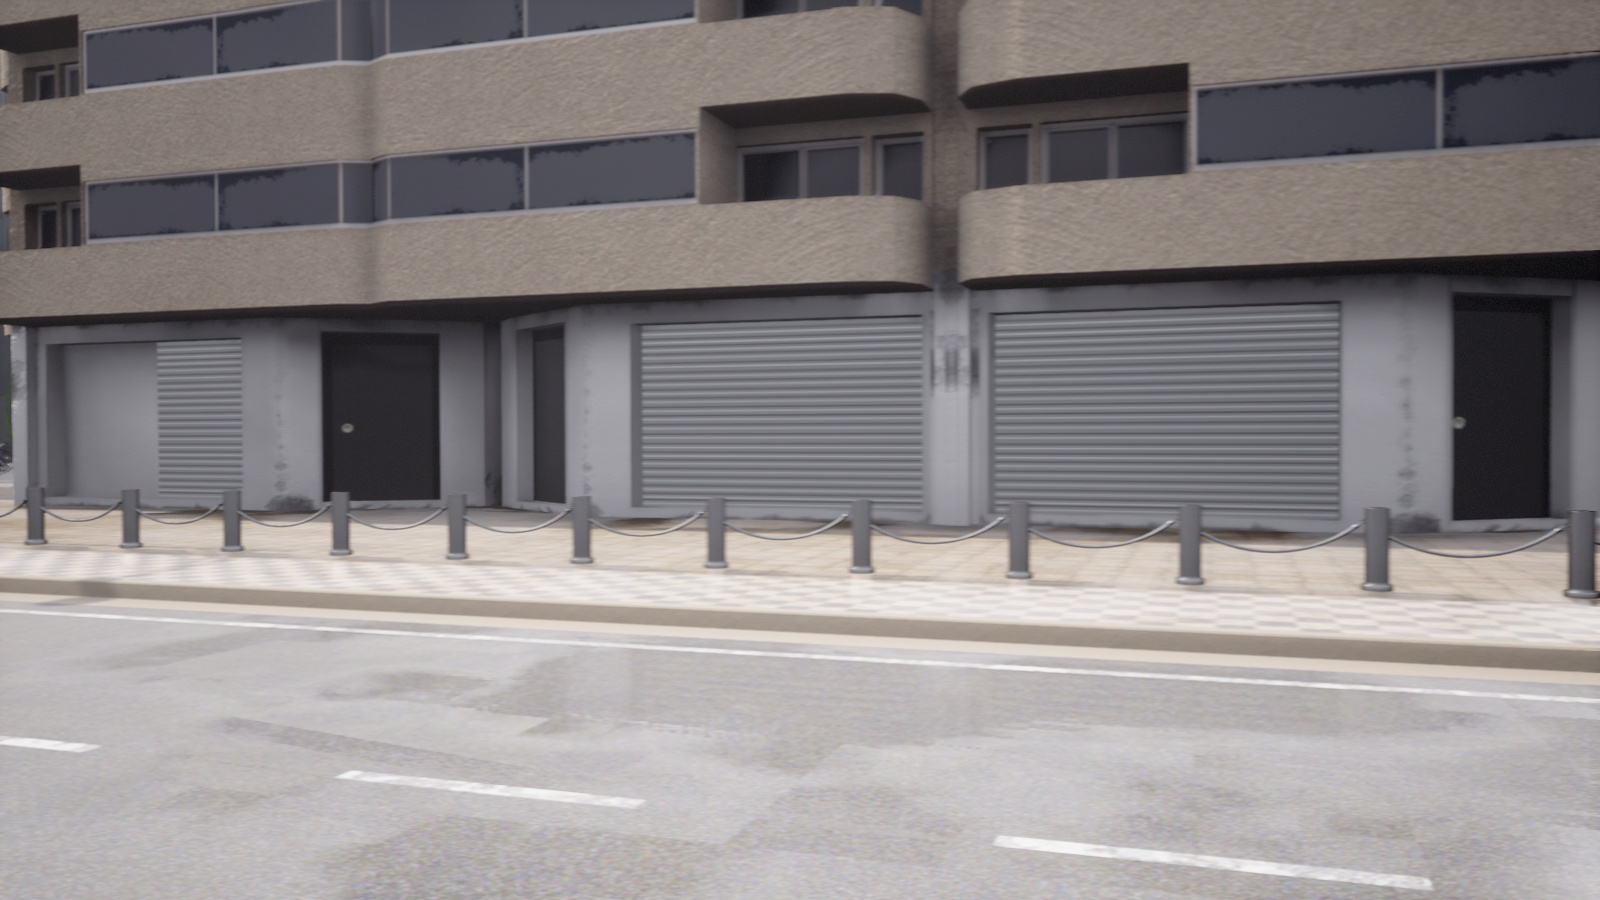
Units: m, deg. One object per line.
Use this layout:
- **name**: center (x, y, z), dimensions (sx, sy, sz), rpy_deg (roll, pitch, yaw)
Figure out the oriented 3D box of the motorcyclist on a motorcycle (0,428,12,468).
- **motorcyclist on a motorcycle**: center (-30.986, -0.067, 47.269), dimensions (0.866, 1.530, 2.191), rpy_deg (1, 1, 19)
